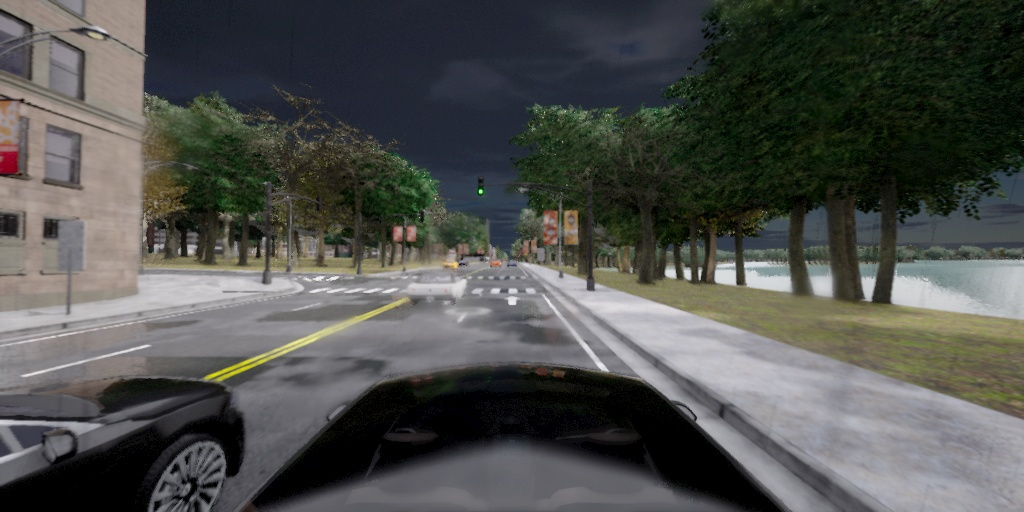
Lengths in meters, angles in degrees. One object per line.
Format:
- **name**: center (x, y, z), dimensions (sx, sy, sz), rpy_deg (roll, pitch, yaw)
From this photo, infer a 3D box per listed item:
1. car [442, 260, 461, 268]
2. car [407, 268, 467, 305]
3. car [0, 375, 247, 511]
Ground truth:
- **car**: center (-9.796, 1.402, 57.185), dimensions (1.882, 1.535, 5.008), rpy_deg (0, 0, 1)
- **car**: center (-3.152, 1.375, 16.126), dimensions (1.895, 1.301, 4.718), rpy_deg (0, 0, 0)
- **car**: center (-3.150, 1.240, 1.035), dimensions (2.128, 1.511, 4.902), rpy_deg (0, 0, 0)
